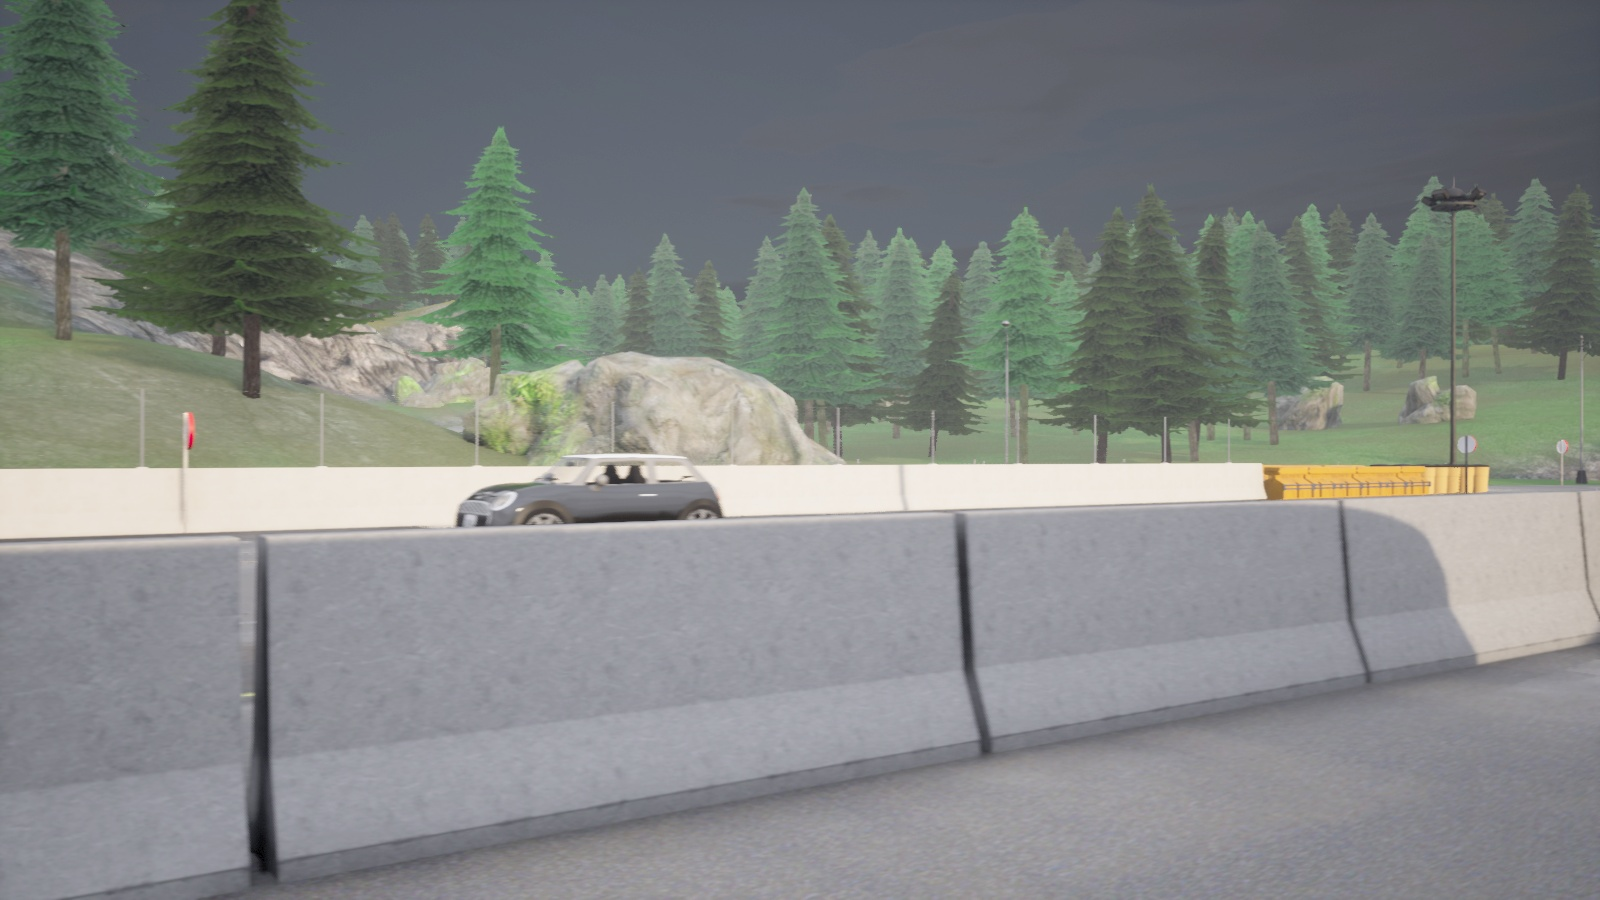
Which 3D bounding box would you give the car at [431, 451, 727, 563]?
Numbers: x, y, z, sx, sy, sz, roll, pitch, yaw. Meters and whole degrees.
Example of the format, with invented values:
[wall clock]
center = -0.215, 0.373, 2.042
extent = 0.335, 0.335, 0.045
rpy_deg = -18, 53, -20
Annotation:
[car]
center = -3.220, 0.762, 18.476
extent = 3.806, 1.475, 1.970
rpy_deg = 0, 0, -35
